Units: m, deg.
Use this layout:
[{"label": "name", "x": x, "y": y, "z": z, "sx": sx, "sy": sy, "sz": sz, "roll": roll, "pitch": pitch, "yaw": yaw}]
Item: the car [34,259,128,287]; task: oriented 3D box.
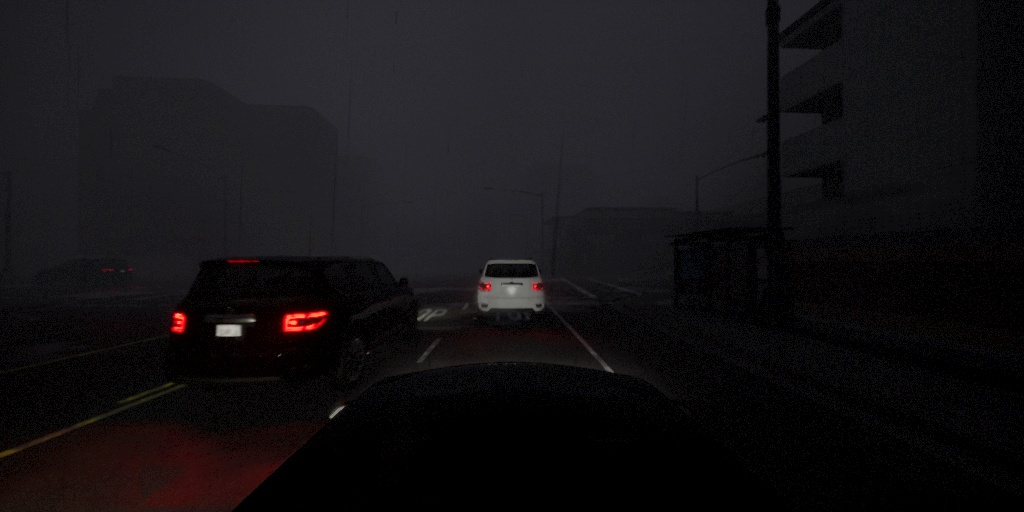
[{"label": "car", "x": -32.088, "y": 1.219, "z": 27.017, "sx": 5.566, "sy": 2.045, "sz": 2.150, "roll": 0, "pitch": -1, "yaw": -2}]

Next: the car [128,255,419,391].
[{"label": "car", "x": -3.461, "y": 1.022, "z": 7.029, "sx": 2.150, "sy": 2.045, "sz": 5.566, "roll": 0, "pitch": -1, "yaw": -1}]

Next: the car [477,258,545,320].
[{"label": "car", "x": -0.055, "y": 1.082, "z": 13.248, "sx": 2.150, "sy": 2.045, "sz": 5.566, "roll": 0, "pitch": 0, "yaw": -1}]
